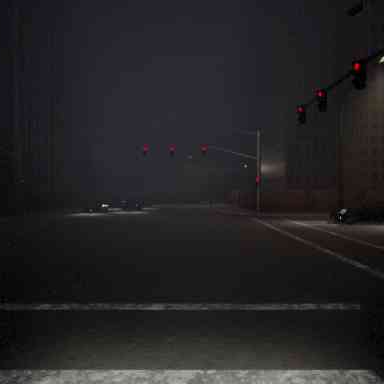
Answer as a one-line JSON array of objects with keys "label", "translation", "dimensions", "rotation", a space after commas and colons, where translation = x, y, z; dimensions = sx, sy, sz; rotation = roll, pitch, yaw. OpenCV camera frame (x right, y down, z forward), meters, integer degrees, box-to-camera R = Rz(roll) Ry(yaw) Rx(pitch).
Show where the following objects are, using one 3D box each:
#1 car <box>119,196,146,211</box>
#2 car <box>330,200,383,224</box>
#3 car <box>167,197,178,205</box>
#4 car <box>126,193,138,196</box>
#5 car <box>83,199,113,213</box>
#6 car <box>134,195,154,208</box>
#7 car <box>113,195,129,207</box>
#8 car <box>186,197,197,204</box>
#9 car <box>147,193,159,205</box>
[{"label": "car", "translation": [-7.163, 1.526, 40.501], "dimensions": [1.812, 1.442, 4.674], "rotation": [0, 0, -1]}, {"label": "car", "translation": [12.364, 1.352, 23.844], "dimensions": [4.553, 1.767, 2.097], "rotation": [0, 0, 0]}, {"label": "car", "translation": [-3.528, 1.547, 60.271], "dimensions": [2.033, 1.411, 5.357], "rotation": [0, 0, 0]}, {"label": "car", "translation": [-10.678, 1.221, 58.272], "dimensions": [2.150, 2.045, 5.566], "rotation": [0, 0, 0]}, {"label": "car", "translation": [-10.713, 1.547, 37.507], "dimensions": [2.033, 1.411, 5.357], "rotation": [0, 0, -3]}, {"label": "car", "translation": [-7.193, 1.526, 49.595], "dimensions": [1.812, 1.442, 4.674], "rotation": [0, 0, 0]}, {"label": "car", "translation": [-10.695, 1.547, 47.582], "dimensions": [2.033, 1.411, 5.357], "rotation": [0, 0, 0]}, {"label": "car", "translation": [-0.134, 1.564, 64.902], "dimensions": [1.994, 1.385, 4.181], "rotation": [0, 0, 0]}, {"label": "car", "translation": [-7.168, 1.221, 60.122], "dimensions": [2.150, 2.045, 5.566], "rotation": [0, 0, 1]}]
